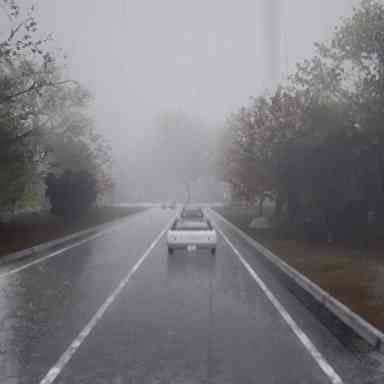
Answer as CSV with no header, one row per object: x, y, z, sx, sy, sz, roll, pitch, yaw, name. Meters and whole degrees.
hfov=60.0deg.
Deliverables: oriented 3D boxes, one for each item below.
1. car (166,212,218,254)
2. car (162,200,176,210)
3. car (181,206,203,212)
0.001,1.723,14.114,1.895,1.301,4.718,0,0,0,car
-3.505,1.917,50.456,2.128,1.511,4.902,0,-1,0,car
0.001,1.848,29.113,1.895,1.301,4.718,0,0,0,car
